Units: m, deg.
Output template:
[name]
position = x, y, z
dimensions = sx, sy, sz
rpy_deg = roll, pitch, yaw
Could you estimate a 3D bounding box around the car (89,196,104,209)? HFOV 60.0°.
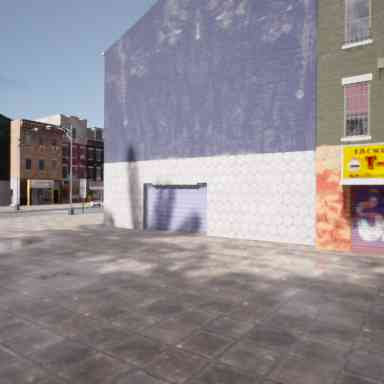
[car]
position = -9.591, 1.119, 38.416
dimensions = 2.128, 1.511, 4.902
rpy_deg = 1, 1, 36
